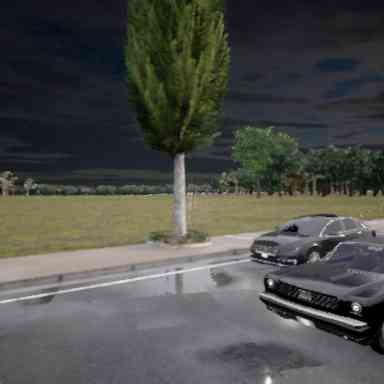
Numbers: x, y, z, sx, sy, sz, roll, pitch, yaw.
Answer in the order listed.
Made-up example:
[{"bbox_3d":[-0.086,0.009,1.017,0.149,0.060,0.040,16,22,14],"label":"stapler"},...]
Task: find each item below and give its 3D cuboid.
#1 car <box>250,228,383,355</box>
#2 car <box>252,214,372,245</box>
[{"bbox_3d":[3.455,1.584,6.154,4.718,1.301,1.895,0,0,-36],"label":"car"},{"bbox_3d":[3.959,1.480,10.511,4.892,1.490,1.837,0,0,-36],"label":"car"}]
